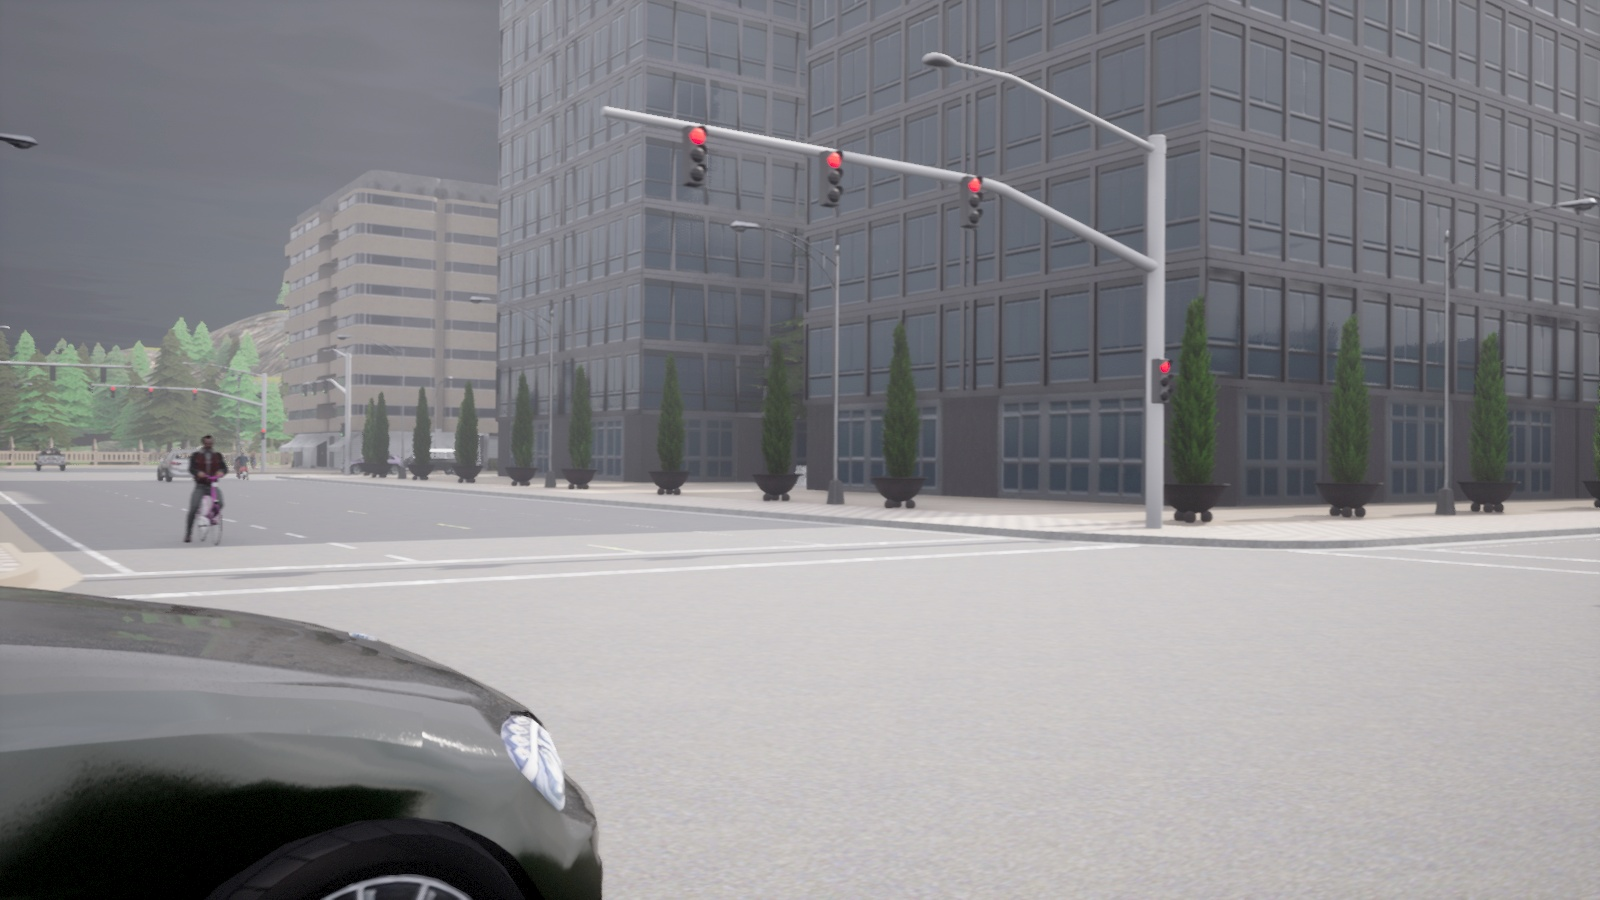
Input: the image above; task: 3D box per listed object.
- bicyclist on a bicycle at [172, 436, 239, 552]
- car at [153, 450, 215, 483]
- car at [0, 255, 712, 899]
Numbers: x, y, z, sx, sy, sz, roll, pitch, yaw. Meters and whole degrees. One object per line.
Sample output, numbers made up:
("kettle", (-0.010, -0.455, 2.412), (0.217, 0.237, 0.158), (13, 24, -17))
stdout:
("bicyclist on a bicycle", (-9.540, 0.677, 20.124), (0.659, 1.776, 1.843), (0, -1, -35))
("car", (-32.196, 0.862, 65.581), (2.242, 1.667, 4.611), (0, 0, -35))
("car", (-2.816, 0.532, 1.964), (5.027, 1.651, 2.152), (0, 0, -39))
